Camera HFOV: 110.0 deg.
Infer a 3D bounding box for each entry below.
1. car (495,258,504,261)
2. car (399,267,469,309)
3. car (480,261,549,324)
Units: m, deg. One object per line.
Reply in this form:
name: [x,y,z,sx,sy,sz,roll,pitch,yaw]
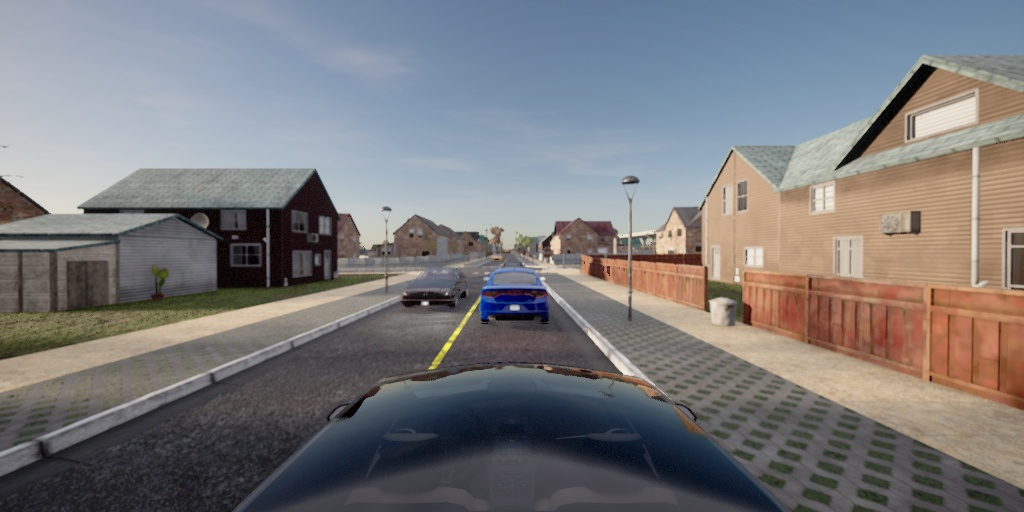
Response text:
car: [0.058,1.028,25.465,1.994,1.385,4.181,0,1,0]
car: [-2.856,1.146,14.440,2.033,1.411,5.357,0,1,0]
car: [0.076,1.112,11.520,1.882,1.535,5.008,0,1,0]
